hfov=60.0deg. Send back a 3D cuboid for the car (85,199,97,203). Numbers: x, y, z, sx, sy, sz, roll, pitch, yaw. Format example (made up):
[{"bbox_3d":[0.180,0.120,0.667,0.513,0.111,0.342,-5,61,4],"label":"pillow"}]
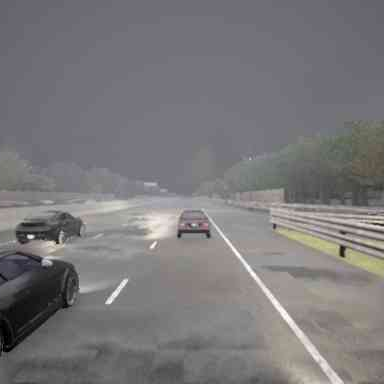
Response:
[{"bbox_3d":[-24.528,2.570,80.744,1.812,1.442,4.674,0,-1,0],"label":"car"}]

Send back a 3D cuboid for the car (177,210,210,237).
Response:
[{"bbox_3d":[0.099,1.771,19.554,2.033,1.411,5.357,0,-1,0],"label":"car"}]

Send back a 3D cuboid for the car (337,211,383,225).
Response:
[{"bbox_3d":[12.254,2.013,24.415,1.895,1.301,4.718,1,-1,-23],"label":"car"}]

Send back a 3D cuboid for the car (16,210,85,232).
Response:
[{"bbox_3d":[-6.901,1.693,16.668,1.837,1.490,4.892,0,-1,0],"label":"car"}]

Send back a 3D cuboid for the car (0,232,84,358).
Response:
[{"bbox_3d":[-3.400,1.623,5.443,1.994,1.385,4.181,0,-1,0],"label":"car"}]

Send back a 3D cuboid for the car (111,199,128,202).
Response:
[{"bbox_3d":[-17.528,2.641,80.749,1.895,1.301,4.718,0,-1,0],"label":"car"}]

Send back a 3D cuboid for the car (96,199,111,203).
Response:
[{"bbox_3d":[-21.028,2.640,80.731,1.895,1.301,4.718,0,-1,0],"label":"car"}]

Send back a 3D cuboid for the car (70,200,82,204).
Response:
[{"bbox_3d":[-28.027,2.593,80.418,1.994,1.385,4.181,0,-1,0],"label":"car"}]
